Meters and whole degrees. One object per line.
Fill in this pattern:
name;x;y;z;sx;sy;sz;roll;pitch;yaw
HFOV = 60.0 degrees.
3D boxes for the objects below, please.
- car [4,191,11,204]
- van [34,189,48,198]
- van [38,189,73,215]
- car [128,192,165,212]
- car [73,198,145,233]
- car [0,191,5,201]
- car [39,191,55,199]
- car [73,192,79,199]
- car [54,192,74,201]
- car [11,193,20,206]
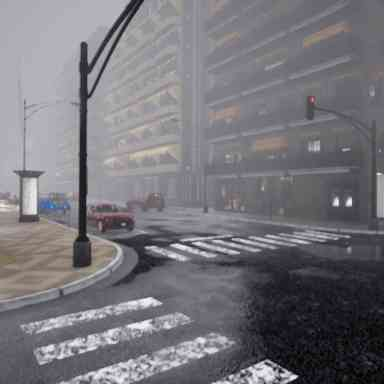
car;-21.072;0.798;40.272;1.752;1.417;4.829;2;0;-36
van;-31.017;0.245;68.222;1.690;1.788;3.998;2;0;-36
van;-11.191;0.874;26.680;1.690;1.788;3.998;2;0;-36
car;-4.416;0.921;31.612;2.192;1.841;5.009;2;0;-36
car;-4.547;1.254;17.528;1.887;1.381;4.507;2;0;-36
car;-27.819;0.535;49.561;1.967;1.590;4.097;2;0;-36
car;-27.797;0.514;63.783;1.752;1.417;4.829;2;0;-36
car;-17.719;0.695;49.917;1.967;1.590;4.097;2;0;-36
car;-21.048;0.733;54.493;1.947;1.339;4.313;2;0;-36
car;-17.847;0.902;35.832;1.887;1.381;4.507;2;0;-36
